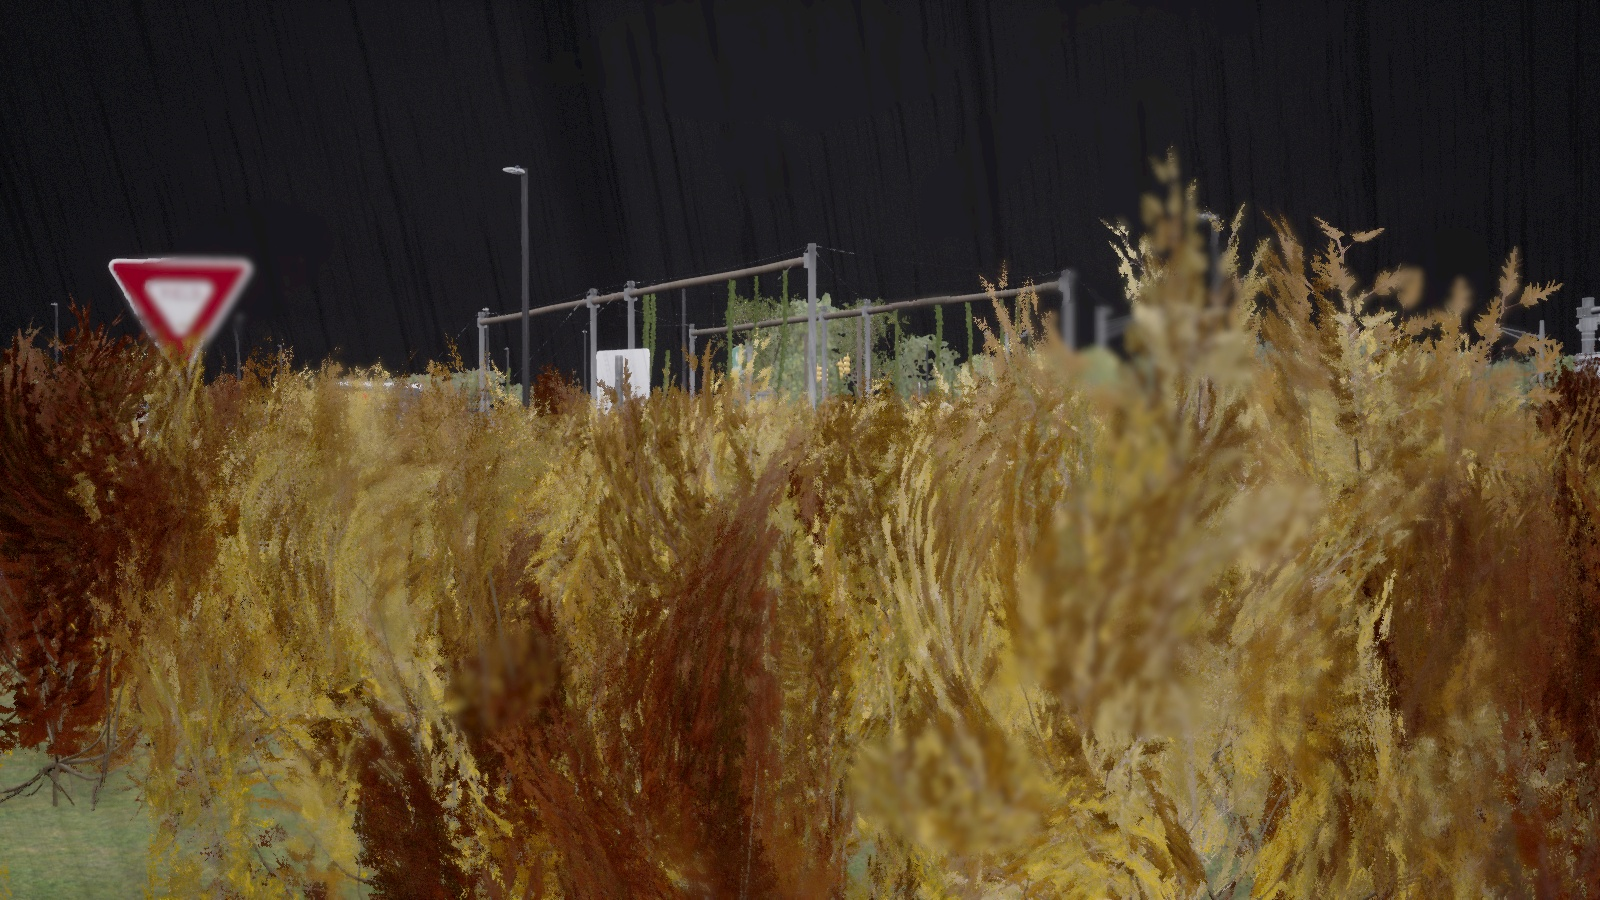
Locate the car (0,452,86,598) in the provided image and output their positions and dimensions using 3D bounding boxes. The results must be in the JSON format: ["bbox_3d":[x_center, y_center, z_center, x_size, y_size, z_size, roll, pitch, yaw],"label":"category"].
[{"bbox_3d":[-10.417,0.753,13.385,4.674,1.442,1.812,0,2,6],"label":"car"}]
